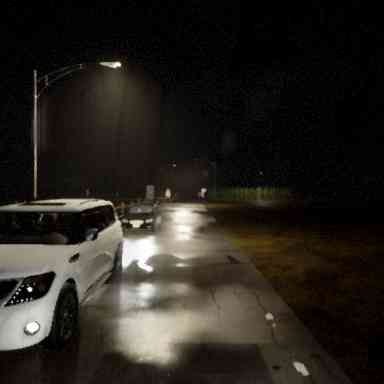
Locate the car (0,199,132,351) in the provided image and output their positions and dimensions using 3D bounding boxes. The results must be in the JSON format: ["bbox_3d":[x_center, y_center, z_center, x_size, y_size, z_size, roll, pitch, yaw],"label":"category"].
[{"bbox_3d":[-2.845,1.198,6.596,2.150,2.045,5.566,0,0,0],"label":"car"}]

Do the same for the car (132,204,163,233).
[{"bbox_3d":[-2.792,1.448,19.315,2.128,1.511,4.902,0,0,1],"label":"car"}]
